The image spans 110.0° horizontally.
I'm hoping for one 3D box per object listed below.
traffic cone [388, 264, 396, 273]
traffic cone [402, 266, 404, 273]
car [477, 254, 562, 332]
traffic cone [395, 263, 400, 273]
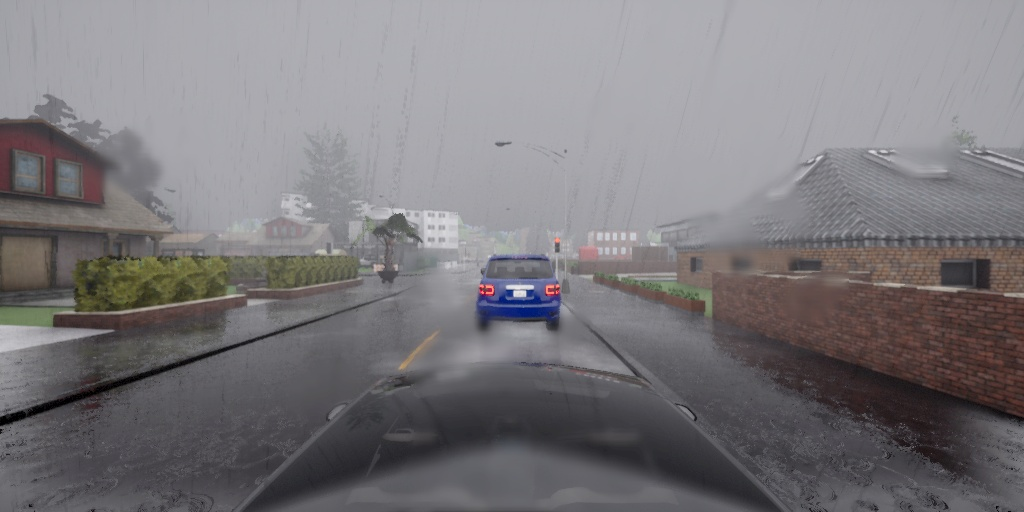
[{"bbox_3d":[-15.421,1.541,45.883,0.344,0.586,0.344,0,0,0],"label":"traffic cone"},{"bbox_3d":[-14.049,1.562,47.482,0.344,0.586,0.344,0,0,0],"label":"traffic cone"},{"bbox_3d":[0.185,0.967,11.004,2.150,2.045,5.566,0,0,0],"label":"car"},{"bbox_3d":[-15.056,1.538,46.450,0.344,0.586,0.344,0,0,0],"label":"traffic cone"}]
